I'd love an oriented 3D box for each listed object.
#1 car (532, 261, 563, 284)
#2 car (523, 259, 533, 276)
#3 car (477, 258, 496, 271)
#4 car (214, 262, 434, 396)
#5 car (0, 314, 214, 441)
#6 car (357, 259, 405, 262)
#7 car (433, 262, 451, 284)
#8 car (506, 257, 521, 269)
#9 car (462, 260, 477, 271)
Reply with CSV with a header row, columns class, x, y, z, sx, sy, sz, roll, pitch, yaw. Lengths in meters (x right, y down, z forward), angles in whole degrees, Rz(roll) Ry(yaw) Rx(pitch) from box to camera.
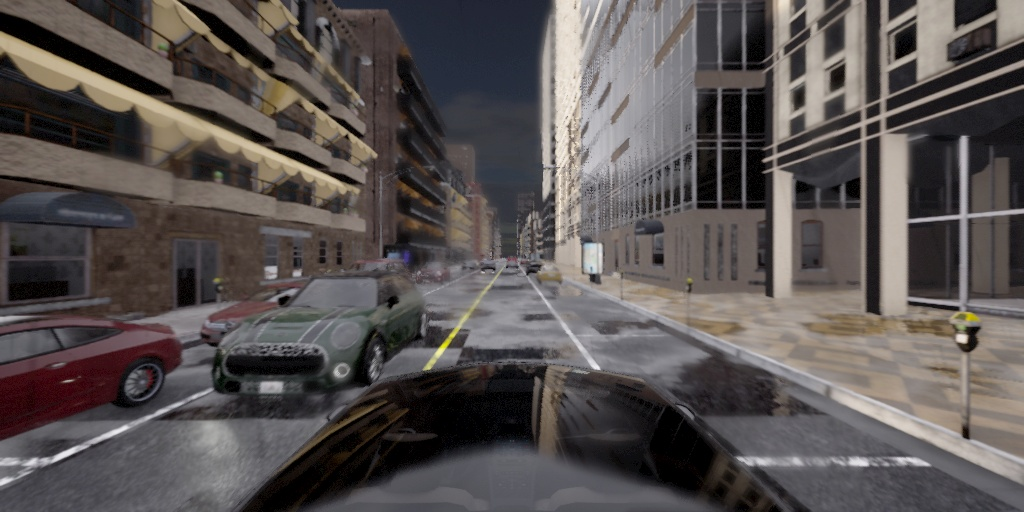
class,x,y,z,sx,sy,sz,roll,pitch,yaw
car,2.694,1.271,26.374,1.751,1.417,4.829,0,0,0
car,2.361,1.249,37.011,1.837,1.490,4.892,0,0,0
car,-3.073,1.294,48.318,2.033,1.411,5.357,0,0,0
car,-3.101,1.101,6.868,2.097,1.767,4.553,0,0,0
car,-5.690,1.332,3.611,1.802,1.307,4.207,0,0,0
car,-5.689,1.063,14.908,2.192,1.841,5.009,0,0,0
car,-5.686,1.186,26.206,1.967,1.591,4.097,0,0,0
car,0.010,1.313,56.749,1.994,1.385,4.181,0,0,0
car,-5.683,1.312,48.799,1.948,1.339,4.313,0,0,0
